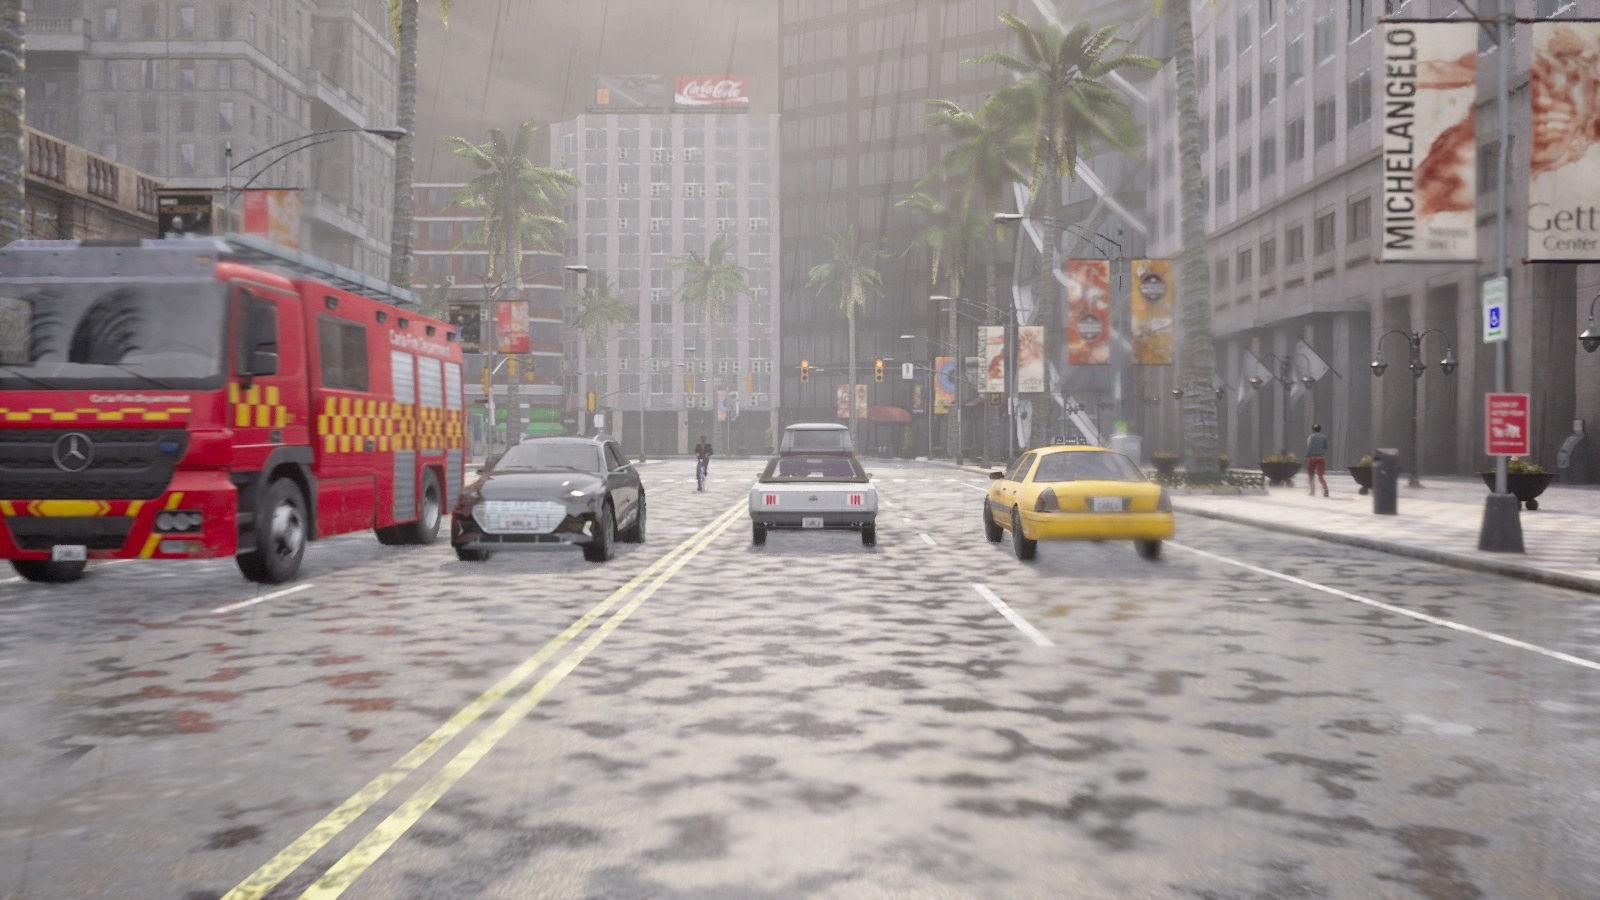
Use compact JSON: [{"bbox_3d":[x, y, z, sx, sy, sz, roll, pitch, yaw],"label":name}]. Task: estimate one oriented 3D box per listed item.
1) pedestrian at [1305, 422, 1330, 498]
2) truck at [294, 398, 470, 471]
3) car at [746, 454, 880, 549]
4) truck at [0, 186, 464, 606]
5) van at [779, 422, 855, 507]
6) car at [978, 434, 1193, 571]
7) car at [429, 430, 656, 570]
[{"bbox_3d":[12.575,0.239,30.529,0.353,1.847,0.614,0,0,-1],"label":"pedestrian"},{"bbox_3d":[-22.264,-0.819,67.192,8.468,3.827,2.891,0,0,1],"label":"truck"},{"bbox_3d":[0.233,0.732,20.097,1.895,1.301,4.718,0,0,1],"label":"car"},{"bbox_3d":[-6.851,-0.513,15.702,2.891,3.827,8.468,0,0,1],"label":"truck"},{"bbox_3d":[0.428,0.321,31.432,1.775,1.987,4.442,0,0,1],"label":"van"},{"bbox_3d":[3.676,0.590,17.172,1.801,1.575,5.366,0,0,1],"label":"car"},{"bbox_3d":[-3.325,0.575,17.266,2.033,1.649,4.856,0,0,1],"label":"car"}]
